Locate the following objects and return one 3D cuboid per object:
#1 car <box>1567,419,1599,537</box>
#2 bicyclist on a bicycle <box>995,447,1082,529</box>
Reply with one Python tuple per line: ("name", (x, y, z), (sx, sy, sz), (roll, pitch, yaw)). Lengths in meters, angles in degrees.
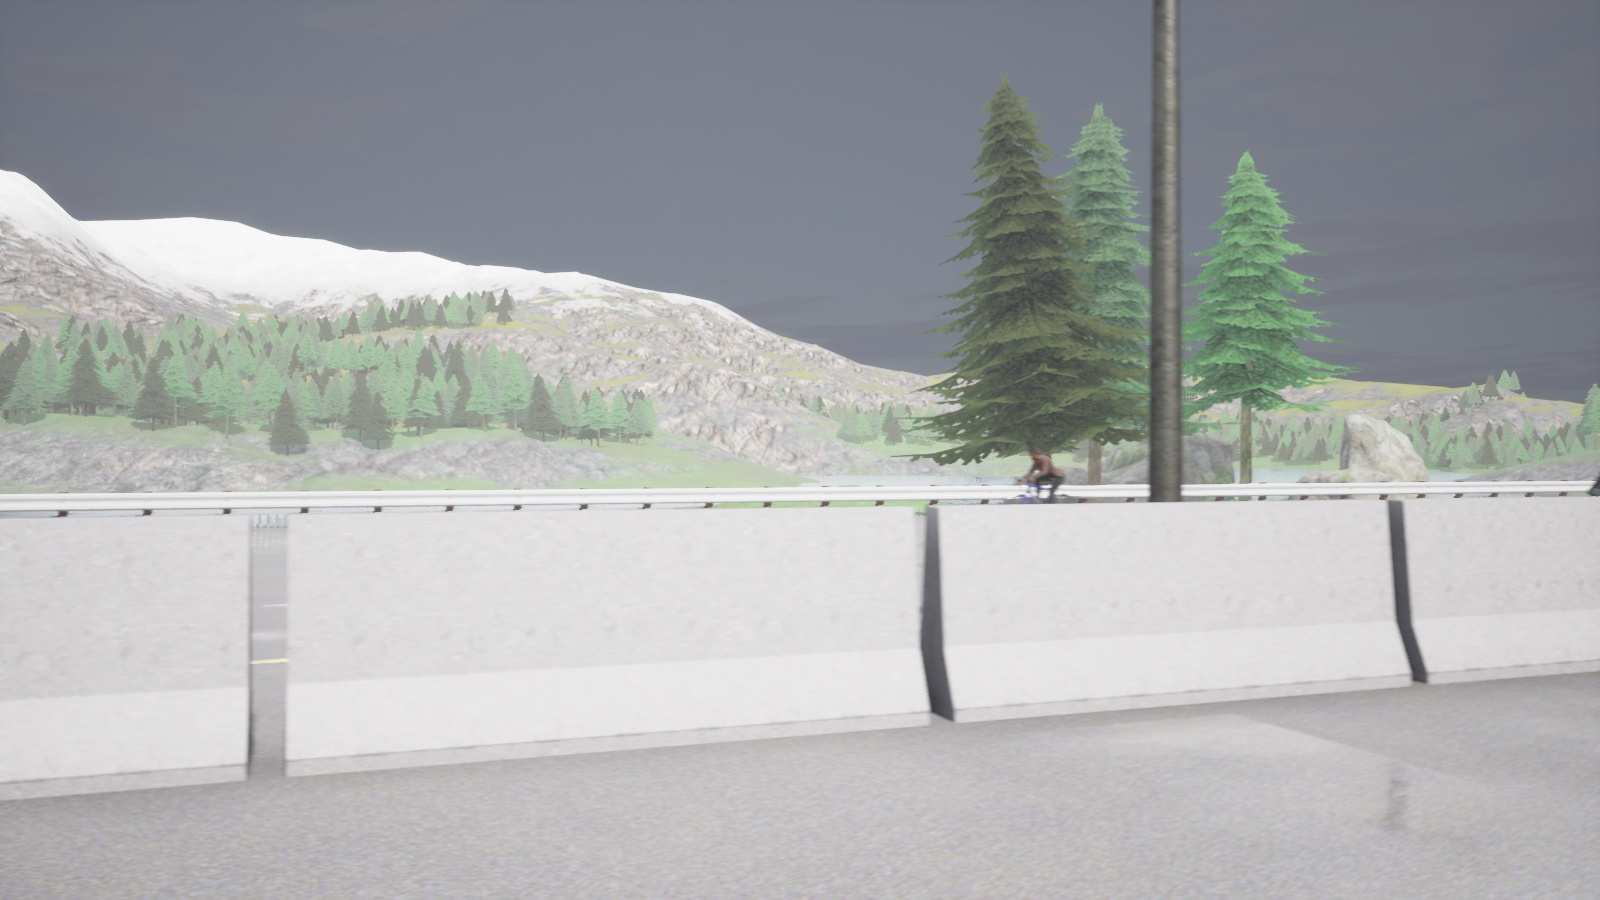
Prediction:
("car", (16.637, 0.484, 22.326), (5.566, 2.045, 2.150), (0, 0, -21))
("bicyclist on a bicycle", (4.803, 0.750, 25.311), (1.656, 1.620, 0.582), (0, 0, -21))
